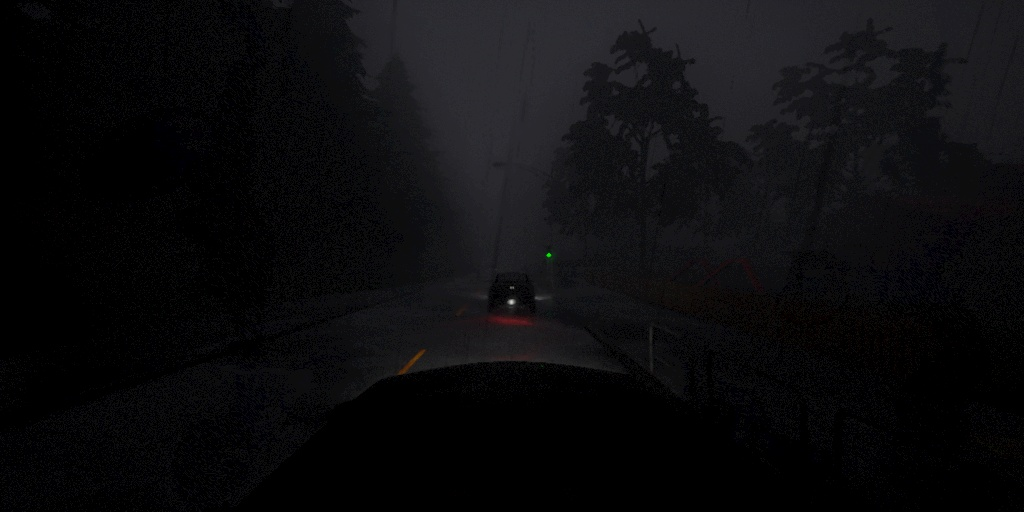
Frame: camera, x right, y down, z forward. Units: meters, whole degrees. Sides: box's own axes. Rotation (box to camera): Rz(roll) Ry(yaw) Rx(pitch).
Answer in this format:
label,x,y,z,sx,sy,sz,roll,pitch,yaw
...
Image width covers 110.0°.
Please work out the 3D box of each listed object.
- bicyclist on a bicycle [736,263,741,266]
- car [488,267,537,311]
label,x,y,z,sx,sy,sz,roll,pitch,yaw
bicyclist on a bicycle,20.706,1.443,32.757,0.582,1.620,1.656,0,-1,0
car,0.017,1.408,15.336,1.837,1.490,4.892,0,0,0
